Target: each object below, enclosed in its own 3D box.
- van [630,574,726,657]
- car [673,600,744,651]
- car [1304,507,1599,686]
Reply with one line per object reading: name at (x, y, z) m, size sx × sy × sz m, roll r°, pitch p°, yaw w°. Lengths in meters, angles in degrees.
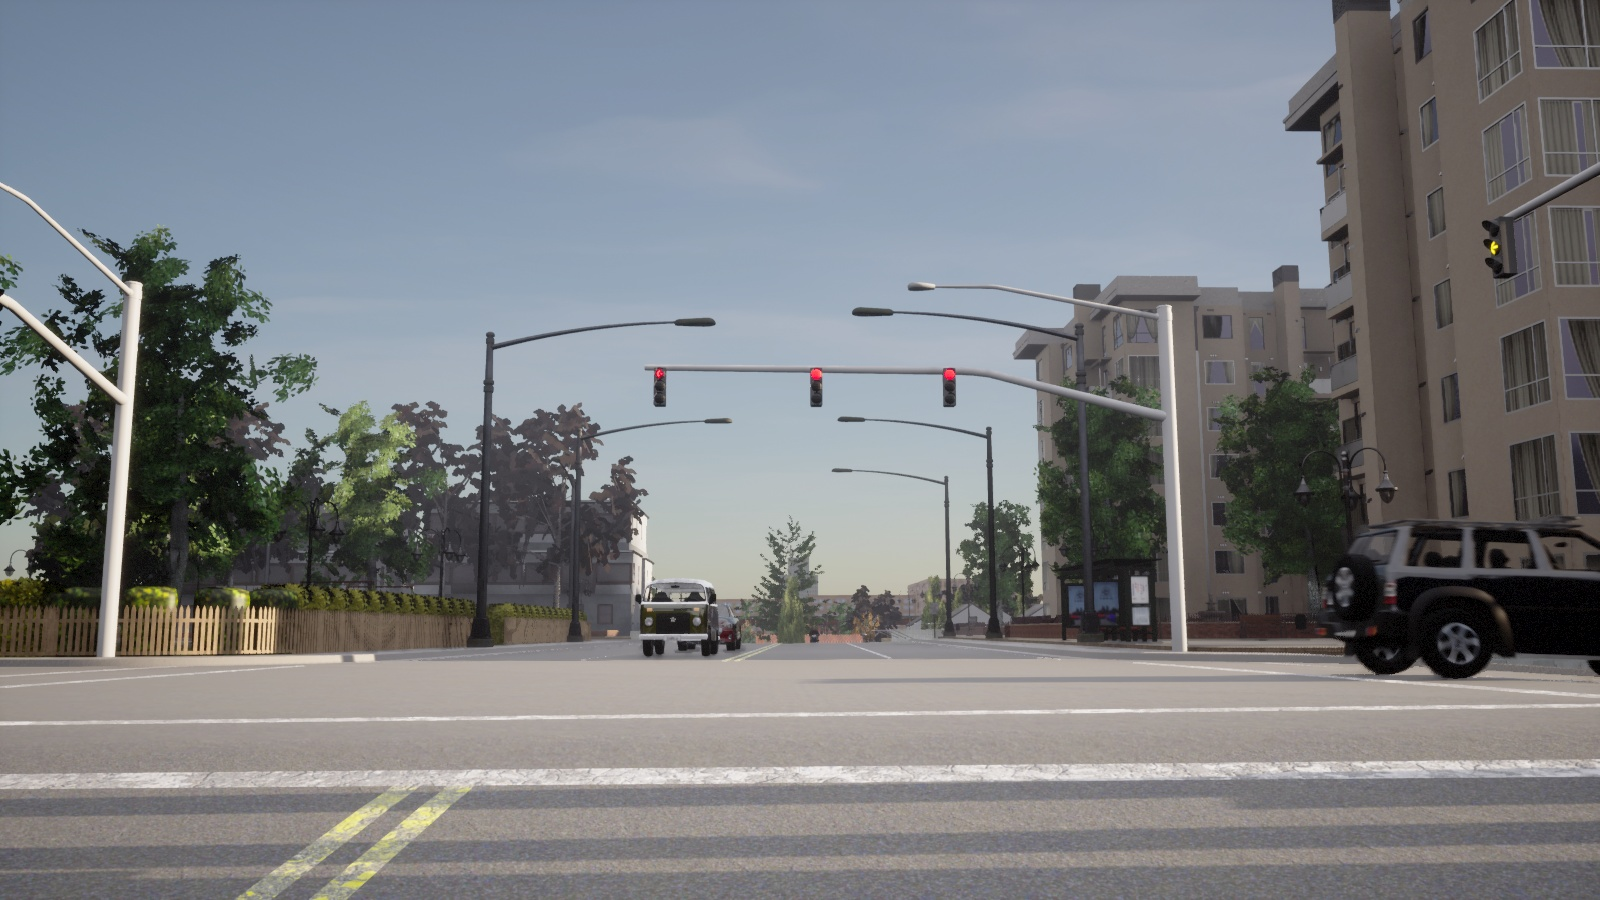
van at (-3.162, 4.443, 33.520) m, size 2.069 × 2.038 × 4.480 m, roll 0°, pitch -8°, yaw 1°
car at (-3.066, 6.025, 43.031) m, size 2.033 × 1.649 × 4.856 m, roll 0°, pitch -8°, yaw 0°
car at (8.565, 1.758, 14.571) m, size 4.605 × 1.855 × 1.932 m, roll 2°, pitch -8°, yaw 0°
